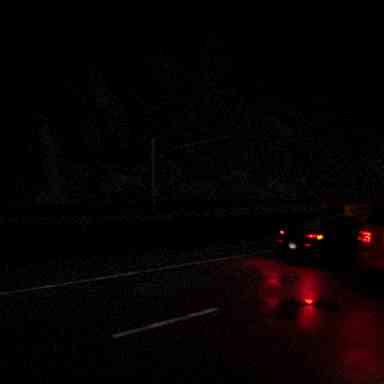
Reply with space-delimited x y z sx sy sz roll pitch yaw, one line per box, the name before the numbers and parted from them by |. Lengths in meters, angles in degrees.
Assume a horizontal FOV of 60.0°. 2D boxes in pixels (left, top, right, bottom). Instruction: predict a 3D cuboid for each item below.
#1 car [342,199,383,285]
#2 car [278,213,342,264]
car | 6.253 1.172 8.235 5.566 2.045 2.150 1 -1 -38
car | 4.997 1.480 11.668 4.674 1.442 1.812 0 0 -36
